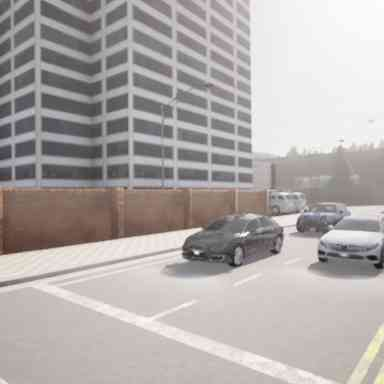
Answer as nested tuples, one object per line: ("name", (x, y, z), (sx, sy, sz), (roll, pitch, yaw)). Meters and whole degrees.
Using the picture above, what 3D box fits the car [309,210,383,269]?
("car", (5.901, 1.552, 11.540), (1.812, 1.442, 4.674), (-1, -1, 39))

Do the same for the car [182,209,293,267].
("car", (1.667, 1.580, 11.914), (1.837, 1.490, 4.892), (-1, -1, 39))

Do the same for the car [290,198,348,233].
("car", (7.849, 1.416, 19.490), (2.097, 1.767, 4.553), (-1, -1, 39))
